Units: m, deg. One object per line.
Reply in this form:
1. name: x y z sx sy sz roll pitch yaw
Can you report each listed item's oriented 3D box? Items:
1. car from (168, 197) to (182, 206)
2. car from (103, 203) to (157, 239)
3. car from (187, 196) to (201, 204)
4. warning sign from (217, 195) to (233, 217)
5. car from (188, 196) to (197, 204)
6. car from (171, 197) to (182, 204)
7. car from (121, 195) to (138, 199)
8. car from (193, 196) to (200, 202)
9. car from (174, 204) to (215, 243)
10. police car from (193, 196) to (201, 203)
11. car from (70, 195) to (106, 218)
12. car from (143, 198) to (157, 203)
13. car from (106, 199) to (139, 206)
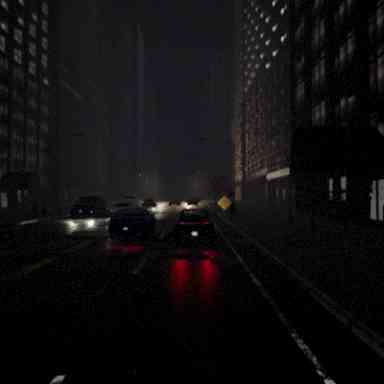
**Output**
1. car: -3.140 1.758 59.596 1.812 1.442 4.674 0 0 0
2. car: -3.129 1.598 18.163 1.882 1.535 5.008 -1 0 0
3. car: 0.109 1.706 58.757 1.882 1.535 5.008 0 0 0
4. warning sign: 2.889 1.229 29.368 1.300 1.860 1.060 -1 -1 0
5. car: 0.128 1.650 69.181 1.882 1.535 5.008 0 0 0
6. car: -3.121 1.710 69.603 2.033 1.411 5.357 0 0 0
7. car: -9.716 1.426 51.948 2.150 2.045 5.566 0 0 1
8. car: 1.140 1.826 89.359 1.882 1.535 5.008 0 0 0
9. car: 0.121 1.570 16.606 2.128 1.511 4.902 -1 0 0
10. police car: 1.122 1.734 79.468 1.930 1.638 5.238 0 0 0
11. car: -9.790 1.346 31.976 2.150 2.045 5.566 0 0 0
12. car: -6.473 1.724 51.010 1.812 1.442 4.674 0 0 0
13. car: -6.539 1.651 32.057 1.812 1.442 4.674 0 0 0
